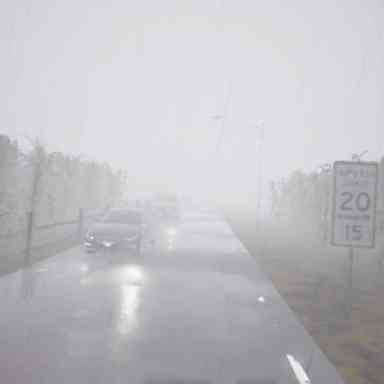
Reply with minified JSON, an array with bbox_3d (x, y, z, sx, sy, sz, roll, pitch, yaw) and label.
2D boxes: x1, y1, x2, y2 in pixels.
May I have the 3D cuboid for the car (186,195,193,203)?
[{"bbox_3d":[-0.959,1.098,50.130,1.882,1.535,5.008,3,0,2],"label":"car"}]

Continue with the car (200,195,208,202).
[{"bbox_3d":[2.912,1.666,80.673,2.128,1.511,4.902,3,0,2],"label":"car"}]

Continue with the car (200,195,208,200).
[{"bbox_3d":[3.309,1.504,91.034,1.994,1.385,4.181,3,0,2],"label":"car"}]

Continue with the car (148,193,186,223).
[{"bbox_3d":[-1.984,1.132,25.219,2.150,2.045,5.566,3,0,2],"label":"car"}]

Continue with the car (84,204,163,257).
[{"bbox_3d":[-2.480,1.382,12.604,1.837,1.490,4.892,3,0,2],"label":"car"}]
